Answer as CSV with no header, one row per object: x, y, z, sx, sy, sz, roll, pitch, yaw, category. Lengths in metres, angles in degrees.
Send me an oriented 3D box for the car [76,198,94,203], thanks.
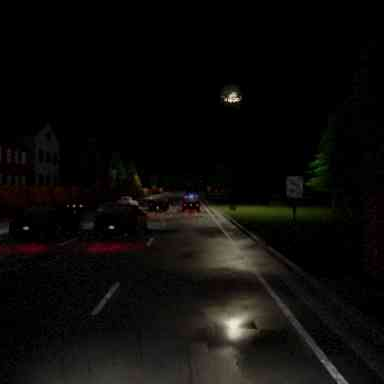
-10.479,1.286,32.060,2.033,1.411,5.357,0,0,0,car

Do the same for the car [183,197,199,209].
-0.100,1.266,40.200,1.895,1.301,4.718,0,0,0,car

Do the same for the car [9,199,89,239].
-6.939,1.344,16.386,1.882,1.535,5.008,0,0,0,car

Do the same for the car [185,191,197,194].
-0.124,0.810,49.497,2.150,2.045,5.566,0,0,0,car

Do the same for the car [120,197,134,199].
-6.989,1.229,36.024,1.812,1.442,4.674,0,0,0,car

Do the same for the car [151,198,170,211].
-3.490,1.301,36.213,1.895,1.301,4.718,0,0,0,car

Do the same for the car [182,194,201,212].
-0.086,1.261,34.470,2.033,1.411,5.357,0,0,0,car

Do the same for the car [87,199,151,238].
-3.439,1.340,16.662,1.882,1.535,5.008,0,0,0,car
